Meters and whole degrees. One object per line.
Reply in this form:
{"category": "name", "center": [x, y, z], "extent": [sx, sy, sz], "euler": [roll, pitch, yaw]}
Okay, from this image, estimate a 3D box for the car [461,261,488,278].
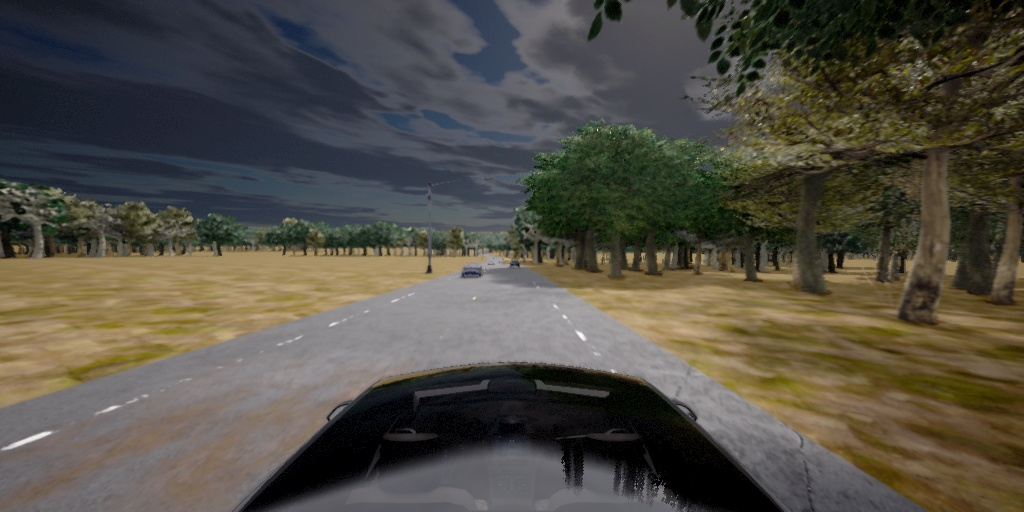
{"category": "car", "center": [-3.750, 1.335, 34.874], "extent": [2.033, 1.411, 5.357], "euler": [0, 0, 0]}
